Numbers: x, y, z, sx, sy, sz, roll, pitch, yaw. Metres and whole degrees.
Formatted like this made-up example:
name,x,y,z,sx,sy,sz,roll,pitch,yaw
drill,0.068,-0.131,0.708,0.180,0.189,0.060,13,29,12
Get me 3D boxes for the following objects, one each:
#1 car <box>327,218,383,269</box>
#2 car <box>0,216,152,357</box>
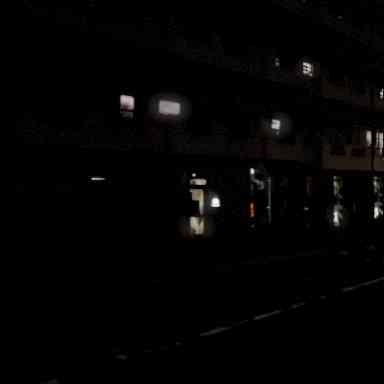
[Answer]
name,x,y,z,sx,sy,sz,roll,pitch,yaw
car,6.280,1.537,11.052,4.507,1.381,1.887,0,-1,-35
car,-2.948,1.316,4.478,5.009,1.841,2.192,0,-1,-35
